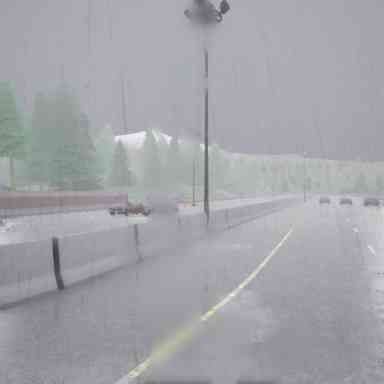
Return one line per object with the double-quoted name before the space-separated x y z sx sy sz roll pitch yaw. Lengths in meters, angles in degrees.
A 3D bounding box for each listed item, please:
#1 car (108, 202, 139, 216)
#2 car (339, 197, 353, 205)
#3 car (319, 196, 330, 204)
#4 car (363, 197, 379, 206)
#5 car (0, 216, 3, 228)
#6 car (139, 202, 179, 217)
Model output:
"car" -6.049 1.643 32.206 1.895 1.301 4.718 0 0 22
"car" 27.250 1.526 58.868 1.812 1.442 4.674 0 0 22
"car" 25.403 1.491 63.675 2.128 1.511 4.902 0 0 22
"car" 29.161 1.491 54.201 2.128 1.511 4.902 0 0 22
"car" -12.278 1.352 16.970 2.097 1.767 4.553 0 0 23
"car" -2.786 1.593 30.942 1.994 1.385 4.181 0 0 22
